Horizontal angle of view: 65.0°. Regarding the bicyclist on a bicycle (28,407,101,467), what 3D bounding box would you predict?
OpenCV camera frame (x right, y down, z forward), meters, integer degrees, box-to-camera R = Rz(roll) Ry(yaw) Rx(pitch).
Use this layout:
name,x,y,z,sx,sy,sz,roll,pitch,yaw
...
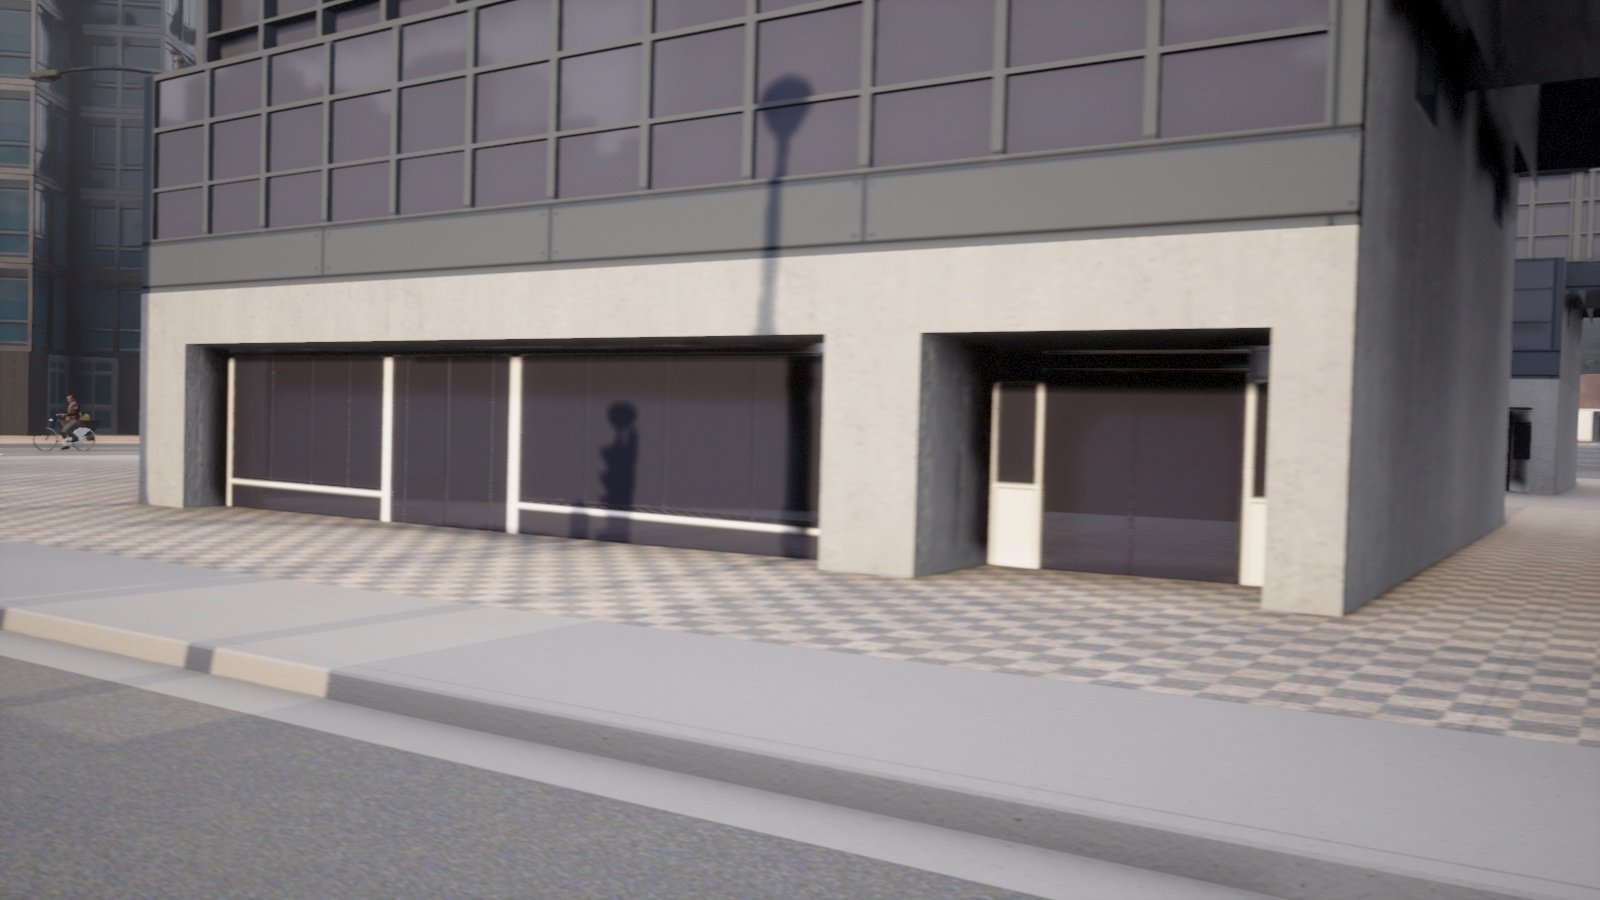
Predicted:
name,x,y,z,sx,sy,sz,roll,pitch,yaw
bicyclist on a bicycle,-22.655,-0.409,38.722,0.659,1.776,1.843,2,2,34
